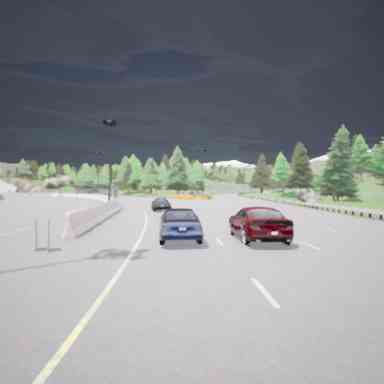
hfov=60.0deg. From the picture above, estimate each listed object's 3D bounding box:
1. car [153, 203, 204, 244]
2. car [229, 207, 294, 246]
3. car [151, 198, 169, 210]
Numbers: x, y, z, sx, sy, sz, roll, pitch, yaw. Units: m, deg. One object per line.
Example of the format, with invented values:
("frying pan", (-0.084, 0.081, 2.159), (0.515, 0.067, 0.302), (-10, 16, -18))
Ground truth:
("car", (-0.588, 1.459, 15.322), (2.033, 1.411, 5.357), (0, 0, -5))
("car", (2.917, 1.388, 14.955), (1.882, 1.535, 5.008), (0, 0, -4))
("car", (-3.461, 1.356, 36.630), (1.994, 1.385, 4.181), (0, 0, -10))
